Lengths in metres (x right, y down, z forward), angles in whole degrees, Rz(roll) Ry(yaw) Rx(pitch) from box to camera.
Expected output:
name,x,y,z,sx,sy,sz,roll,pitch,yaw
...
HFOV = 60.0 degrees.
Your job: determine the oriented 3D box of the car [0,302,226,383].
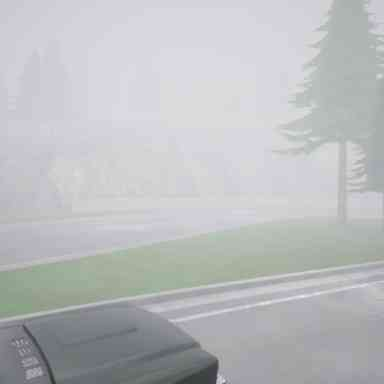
name,x,y,z,sx,sy,sz,roll,pitch,yaw
car,-2.021,1.562,2.231,4.718,1.301,1.895,0,0,-36
